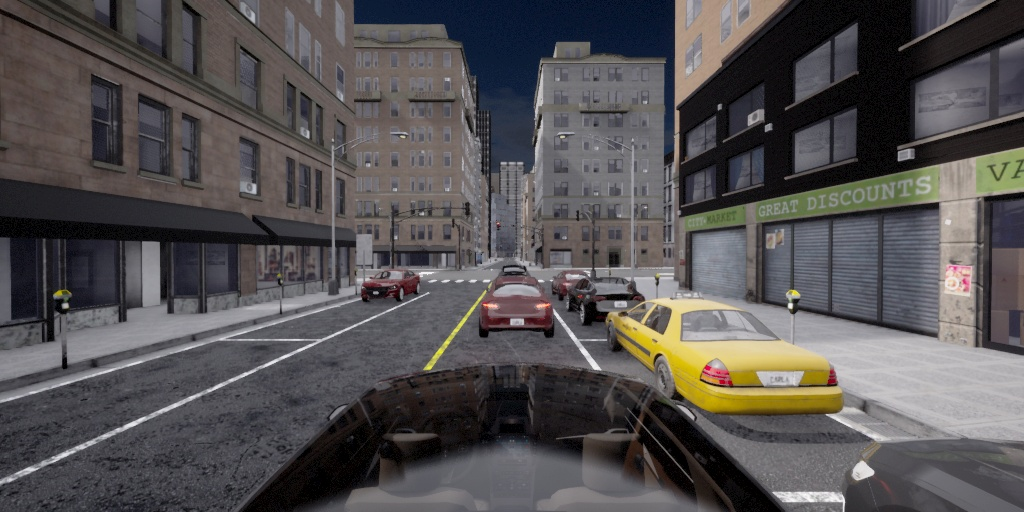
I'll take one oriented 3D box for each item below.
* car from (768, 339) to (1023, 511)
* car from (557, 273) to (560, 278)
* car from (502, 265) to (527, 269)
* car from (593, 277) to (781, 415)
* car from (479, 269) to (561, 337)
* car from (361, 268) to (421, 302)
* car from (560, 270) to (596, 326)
[{"bbox_3d":[2.872,1.301,0.391,2.007,1.370,4.403,0,0,0],"label":"car"},{"bbox_3d":[2.892,1.327,17.149,1.802,1.307,4.207,0,0,0],"label":"car"},{"bbox_3d":[0.119,1.249,20.407,1.837,1.490,4.892,0,0,0],"label":"car"},{"bbox_3d":[2.879,1.274,6.147,1.751,1.417,4.829,0,0,0],"label":"car"},{"bbox_3d":[0.103,1.273,10.128,1.812,1.442,4.674,0,0,0],"label":"car"},{"bbox_3d":[-5.653,1.290,17.156,1.888,1.381,4.507,0,0,0],"label":"car"},{"bbox_3d":[2.885,1.313,11.563,1.948,1.339,4.313,0,0,0],"label":"car"}]
